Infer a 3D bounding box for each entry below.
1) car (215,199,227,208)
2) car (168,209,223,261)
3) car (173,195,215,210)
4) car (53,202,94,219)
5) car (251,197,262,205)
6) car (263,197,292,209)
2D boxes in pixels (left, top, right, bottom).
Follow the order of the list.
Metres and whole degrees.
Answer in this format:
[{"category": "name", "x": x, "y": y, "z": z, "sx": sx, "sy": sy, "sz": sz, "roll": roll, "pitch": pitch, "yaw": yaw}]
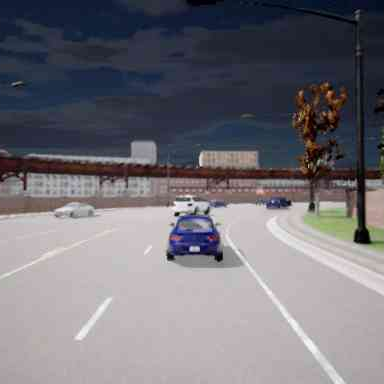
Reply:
[{"category": "car", "x": 3.686, "y": 1.762, "z": 52.355, "sx": 1.812, "sy": 1.442, "sz": 4.674, "roll": -1, "pitch": -1, "yaw": 41}, {"category": "car", "x": 0.128, "y": 1.593, "z": 12.512, "sx": 1.812, "sy": 1.442, "sz": 4.674, "roll": 0, "pitch": 0, "yaw": 1}, {"category": "car", "x": 0.080, "y": 1.352, "z": 33.126, "sx": 2.150, "sy": 2.045, "sz": 5.566, "roll": -2, "pitch": -1, "yaw": 23}, {"category": "car", "x": -11.278, "y": 1.723, "z": 32.088, "sx": 1.812, "sy": 1.442, "sz": 4.674, "roll": -1, "pitch": -1, "yaw": 17}, {"category": "car", "x": 13.872, "y": 1.772, "z": 65.995, "sx": 4.892, "sy": 1.490, "sz": 1.837, "roll": -1, "pitch": -1, "yaw": -34}, {"category": "car", "x": 12.202, "y": 1.407, "z": 46.191, "sx": 2.097, "sy": 1.767, "sz": 4.553, "roll": -1, "pitch": 0, "yaw": 40}]
